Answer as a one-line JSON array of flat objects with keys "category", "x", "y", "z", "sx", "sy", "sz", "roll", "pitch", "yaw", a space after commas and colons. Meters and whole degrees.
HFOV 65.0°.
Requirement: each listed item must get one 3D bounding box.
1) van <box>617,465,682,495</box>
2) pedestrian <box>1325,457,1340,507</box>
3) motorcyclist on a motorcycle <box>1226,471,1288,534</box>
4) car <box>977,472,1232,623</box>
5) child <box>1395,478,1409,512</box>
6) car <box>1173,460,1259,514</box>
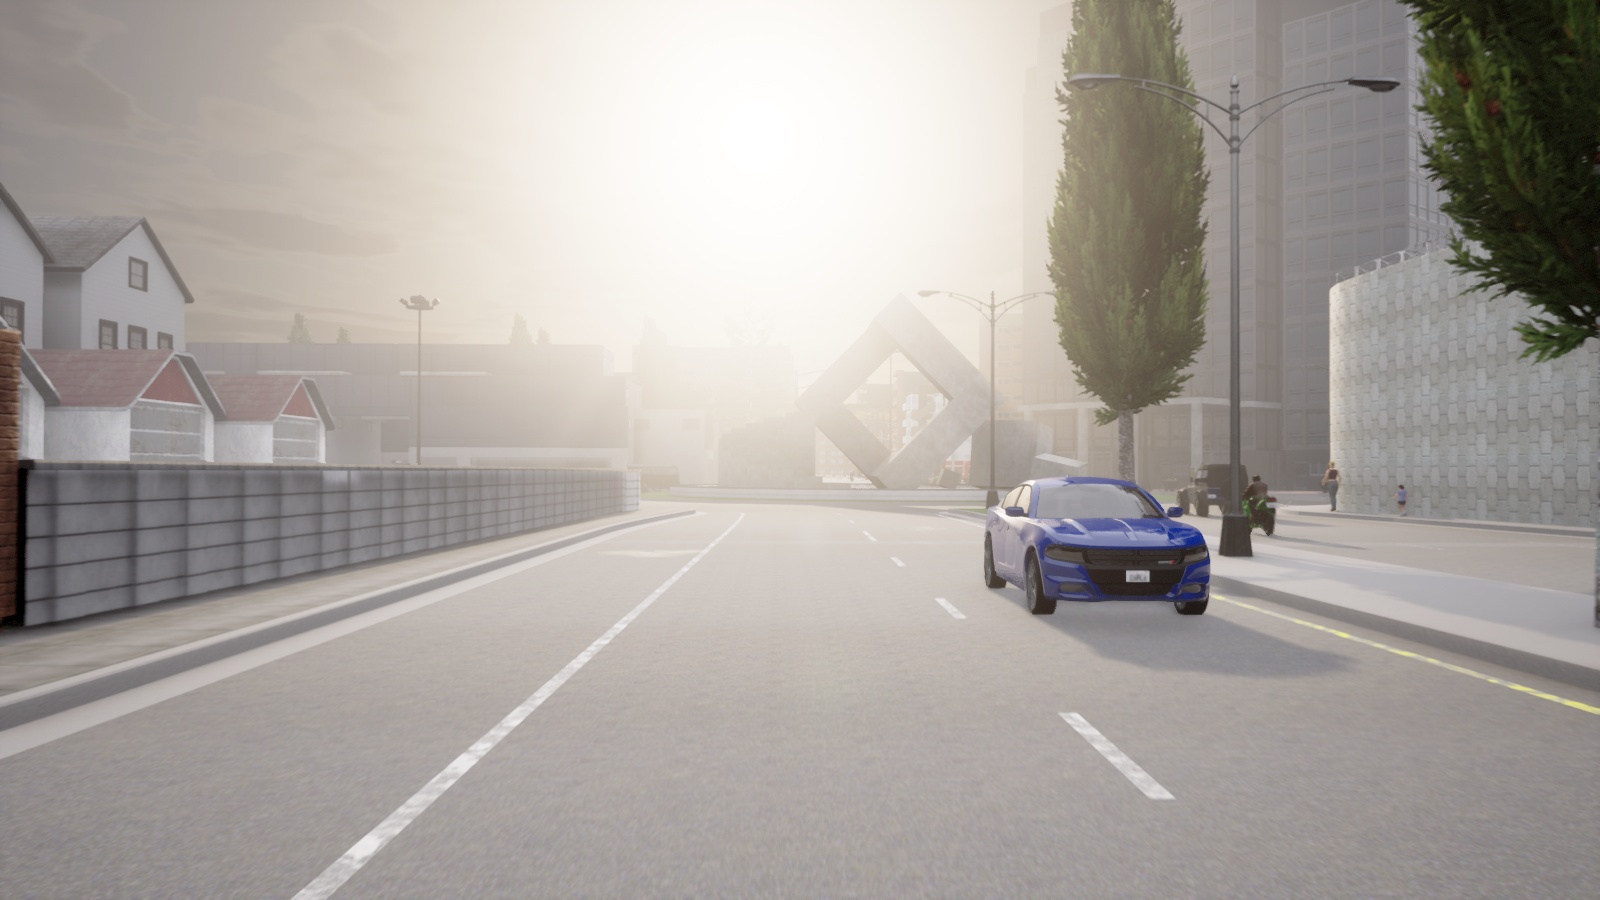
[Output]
[{"category": "van", "x": -10.251, "y": 2.043, "z": 85.726, "sx": 1.775, "sy": 1.987, "sz": 4.442, "roll": -1, "pitch": -1, "yaw": 39}, {"category": "pedestrian", "x": 19.522, "y": 1.163, "z": 46.053, "sx": 0.345, "sy": 1.836, "sz": 0.594, "roll": 0, "pitch": -1, "yaw": 6}, {"category": "motorcyclist on a motorcycle", "x": 11.423, "y": 1.278, "z": 31.446, "sx": 0.797, "sy": 1.523, "sz": 2.044, "roll": 0, "pitch": -1, "yaw": 0}, {"category": "car", "x": 3.462, "y": 1.035, "z": 15.348, "sx": 1.882, "sy": 1.535, "sz": 5.008, "roll": 0, "pitch": -1, "yaw": 0}, {"category": "child", "x": 19.693, "y": 1.459, "z": 41.084, "sx": 0.255, "sy": 1.110, "sz": 0.394, "roll": 0, "pitch": -1, "yaw": -4}, {"category": "car", "x": 15.013, "y": 1.312, "z": 45.508, "sx": 1.905, "sy": 1.878, "sz": 3.866, "roll": 0, "pitch": -1, "yaw": 1}]
